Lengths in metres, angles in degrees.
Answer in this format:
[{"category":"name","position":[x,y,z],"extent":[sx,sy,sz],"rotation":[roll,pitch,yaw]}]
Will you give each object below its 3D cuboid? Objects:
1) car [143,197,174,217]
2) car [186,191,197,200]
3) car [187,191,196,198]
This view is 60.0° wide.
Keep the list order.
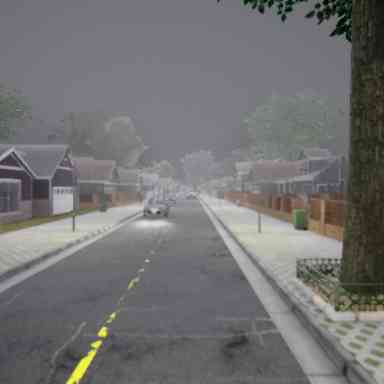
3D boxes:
[{"category":"car","position":[-2.791,1.185,27.161],"extent":[2.128,1.511,4.902],"rotation":[0,1,0]},{"category":"car","position":[-0.079,0.729,63.491],"extent":[1.812,1.442,4.674],"rotation":[0,1,0]},{"category":"car","position":[-0.094,0.489,73.495],"extent":[2.033,1.411,5.357],"rotation":[0,1,0]}]
